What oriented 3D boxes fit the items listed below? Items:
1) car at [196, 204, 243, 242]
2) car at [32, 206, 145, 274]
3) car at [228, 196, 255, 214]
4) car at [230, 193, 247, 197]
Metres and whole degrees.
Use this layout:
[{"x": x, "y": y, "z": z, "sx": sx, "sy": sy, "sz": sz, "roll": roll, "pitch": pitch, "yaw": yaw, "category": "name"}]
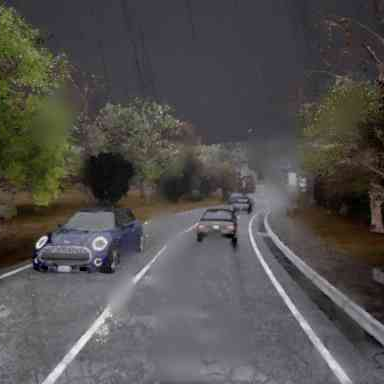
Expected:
[{"x": 1.338, "y": 1.527, "z": 16.419, "sx": 2.033, "sy": 1.411, "sz": 5.357, "roll": 1, "pitch": 0, "yaw": 8, "category": "car"}, {"x": -2.968, "y": 1.306, "z": 10.497, "sx": 2.097, "sy": 1.767, "sz": 4.553, "roll": 0, "pitch": 0, "yaw": 6, "category": "car"}, {"x": 5.699, "y": 1.485, "z": 36.317, "sx": 2.128, "sy": 1.511, "sz": 4.902, "roll": 1, "pitch": 0, "yaw": 16, "category": "car"}, {"x": 7.320, "y": 1.148, "z": 52.387, "sx": 2.150, "sy": 2.045, "sz": 5.566, "roll": 2, "pitch": 0, "yaw": 21, "category": "car"}]
